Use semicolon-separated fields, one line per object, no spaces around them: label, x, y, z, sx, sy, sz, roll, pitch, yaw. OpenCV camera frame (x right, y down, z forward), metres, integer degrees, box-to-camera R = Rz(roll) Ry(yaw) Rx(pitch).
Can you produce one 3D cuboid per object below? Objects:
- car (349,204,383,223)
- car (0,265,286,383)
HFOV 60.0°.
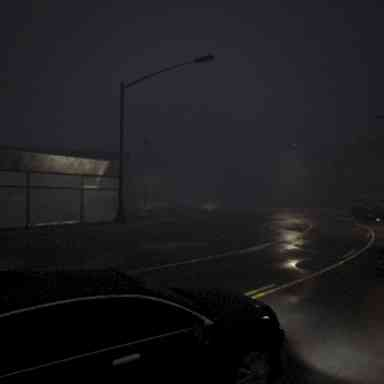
car;15.596;1.990;29.143;1.895;1.301;4.718;0;0;13
car;-1.083;1.524;3.267;4.892;1.490;1.837;1;0;-38
